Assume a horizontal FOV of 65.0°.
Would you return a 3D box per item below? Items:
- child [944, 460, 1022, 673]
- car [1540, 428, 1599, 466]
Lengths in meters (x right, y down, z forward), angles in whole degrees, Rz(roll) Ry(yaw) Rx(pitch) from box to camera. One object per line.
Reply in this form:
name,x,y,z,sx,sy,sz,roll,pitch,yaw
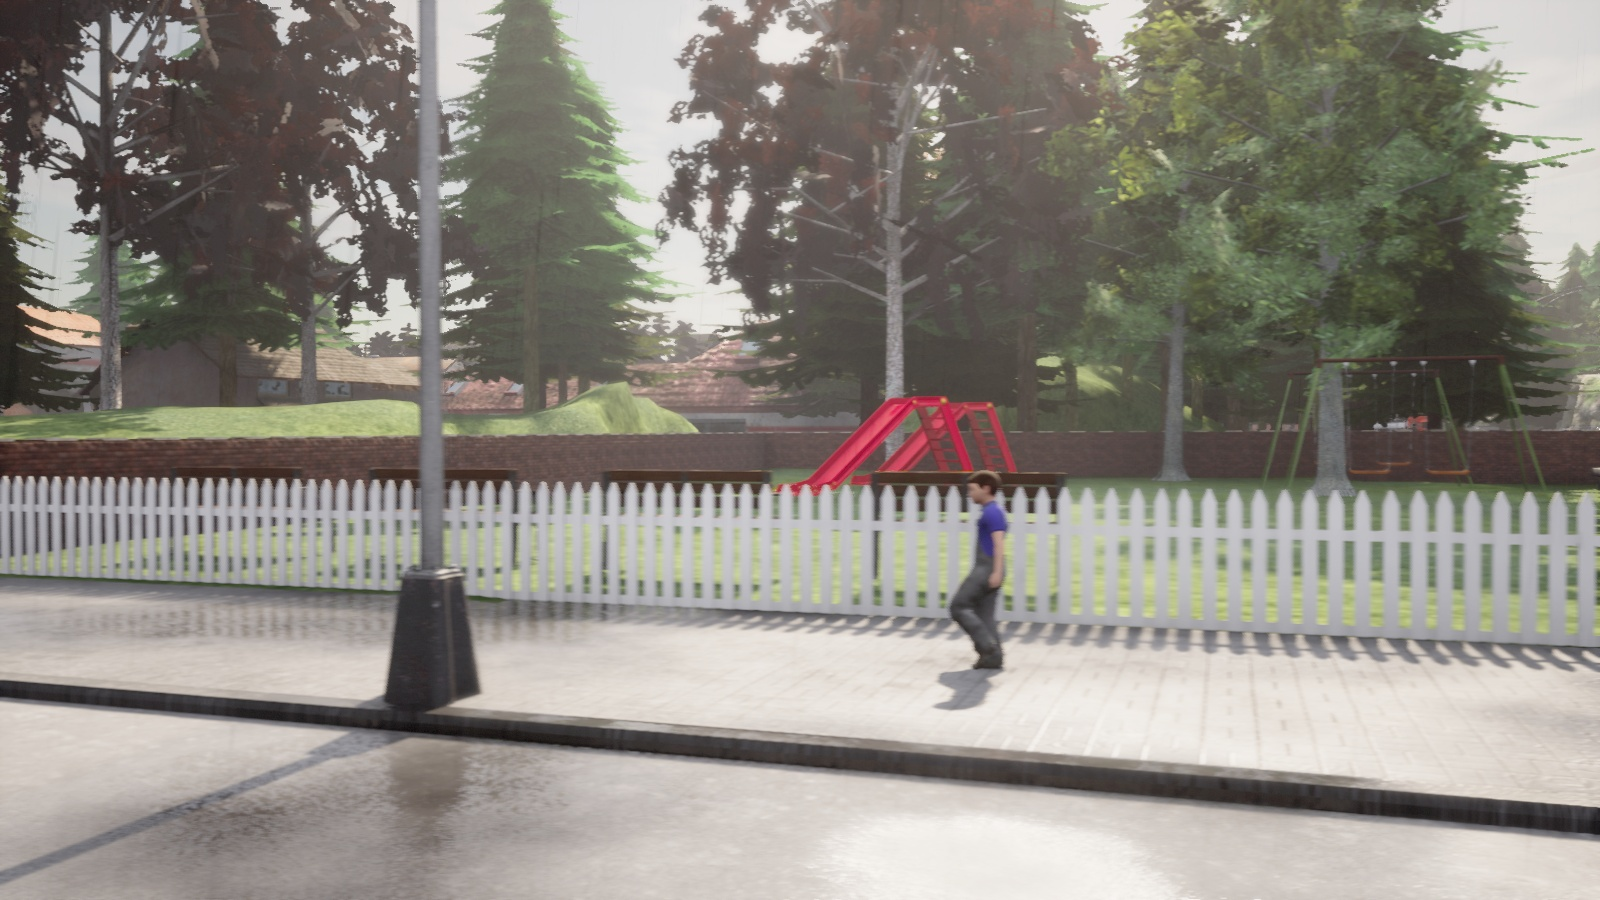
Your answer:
child,1.123,0.697,7.697,0.437,1.263,0.270,0,1,16
car,35.217,-0.170,56.629,2.152,1.651,5.027,1,1,19
